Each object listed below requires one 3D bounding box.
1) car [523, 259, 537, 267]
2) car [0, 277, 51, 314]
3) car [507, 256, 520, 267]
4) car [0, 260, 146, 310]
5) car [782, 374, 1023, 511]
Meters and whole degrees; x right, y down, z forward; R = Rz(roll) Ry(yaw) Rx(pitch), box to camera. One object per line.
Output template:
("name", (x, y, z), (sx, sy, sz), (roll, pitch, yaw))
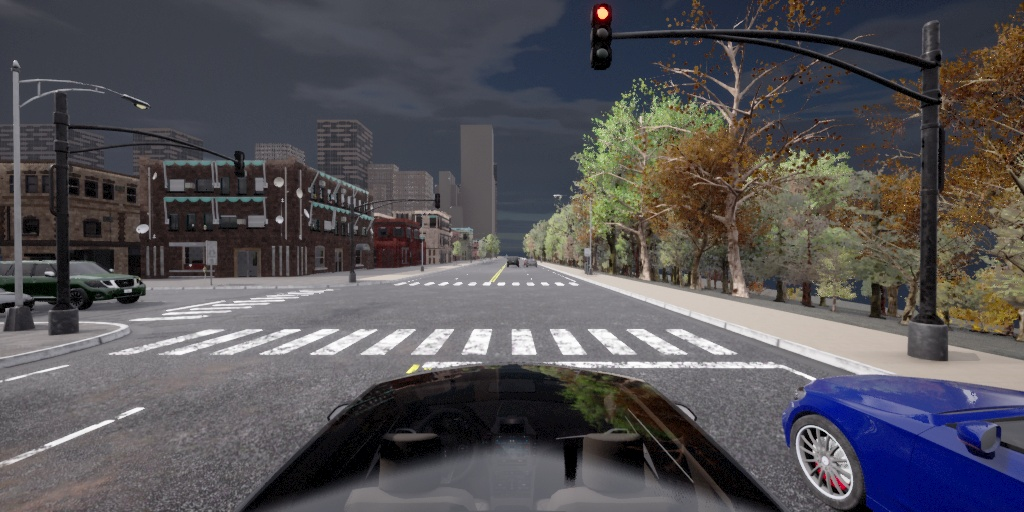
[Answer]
("car", (3.466, 1.217, 63.868), (2.128, 1.511, 4.902), (0, 0, 0))
("car", (-19.927, 1.565, 12.764), (4.313, 1.339, 1.948), (0, 0, 0))
("car", (0.214, 0.947, 63.707), (2.150, 2.045, 5.566), (0, 0, 1))
("car", (-19.312, 1.186, 15.465), (5.566, 2.045, 2.150), (-1, 1, 0))
("car", (3.346, 1.276, 1.324), (1.812, 1.442, 4.674), (0, 0, 2))
